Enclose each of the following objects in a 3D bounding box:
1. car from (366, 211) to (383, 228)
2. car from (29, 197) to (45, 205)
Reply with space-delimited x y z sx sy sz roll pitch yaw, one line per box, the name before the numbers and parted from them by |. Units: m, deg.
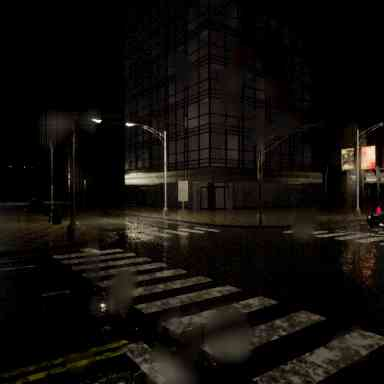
car | 12.949 1.606 20.809 4.718 1.301 1.895 0 0 -35
car | -28.678 1.691 61.458 2.033 1.411 5.357 0 0 -36
